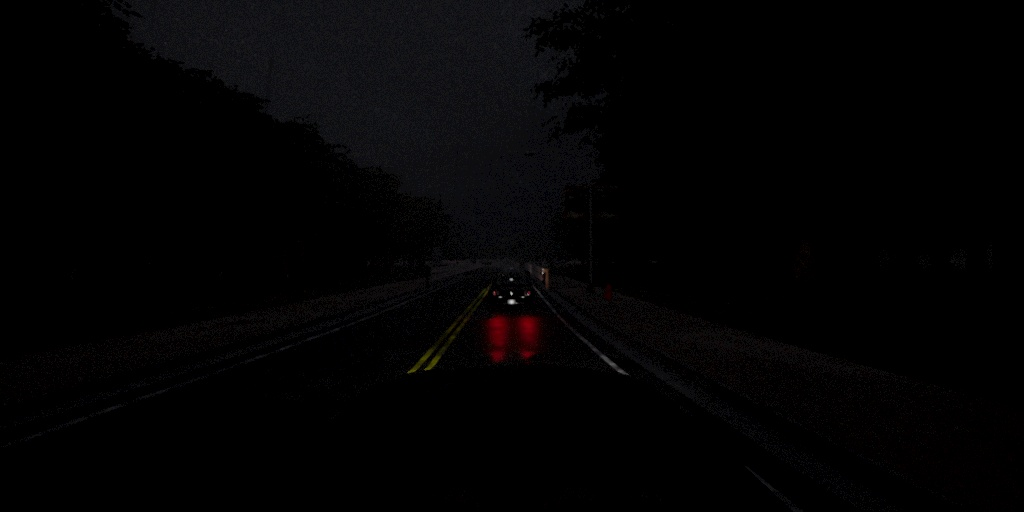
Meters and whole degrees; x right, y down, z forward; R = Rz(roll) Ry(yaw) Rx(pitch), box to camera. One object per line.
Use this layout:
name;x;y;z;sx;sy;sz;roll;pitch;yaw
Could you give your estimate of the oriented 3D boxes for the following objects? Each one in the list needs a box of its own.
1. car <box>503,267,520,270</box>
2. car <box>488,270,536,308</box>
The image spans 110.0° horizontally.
car;-0.051;1.623;30.973;1.895;1.301;4.718;0;0;0
car;-0.013;1.483;15.973;1.895;1.301;4.718;0;0;0
